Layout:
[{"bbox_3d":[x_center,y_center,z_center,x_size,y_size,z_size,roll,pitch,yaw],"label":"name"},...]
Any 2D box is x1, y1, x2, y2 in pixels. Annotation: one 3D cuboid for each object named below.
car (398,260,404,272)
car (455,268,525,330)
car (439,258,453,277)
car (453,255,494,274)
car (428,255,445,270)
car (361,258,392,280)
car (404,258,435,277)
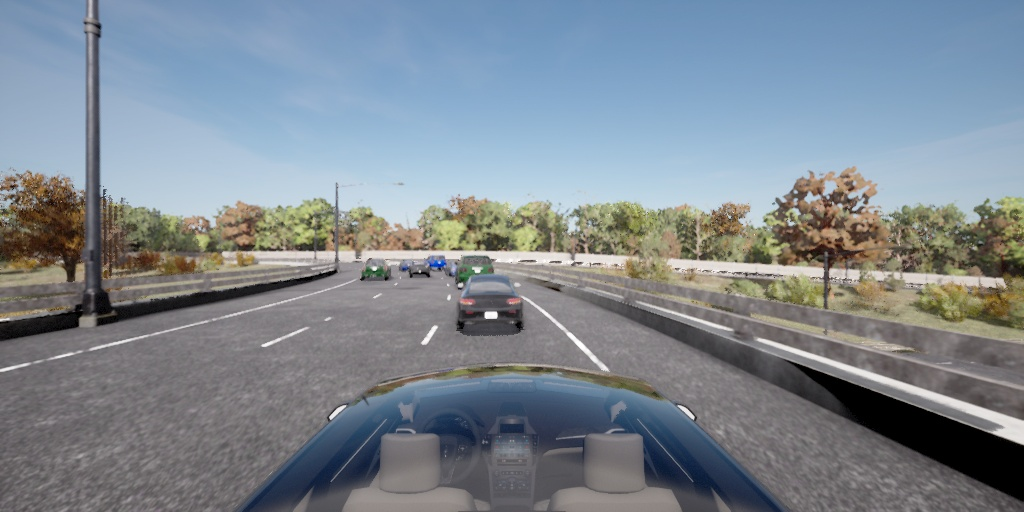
[{"bbox_3d":[-13.236,1.228,45.393,1.994,1.385,4.181,0,0,-24],"label":"car"},{"bbox_3d":[-0.688,1.256,10.933,1.812,1.442,4.674,0,0,-5],"label":"car"},{"bbox_3d":[-5.513,1.229,35.038,2.033,1.411,5.357,0,0,-18],"label":"car"},{"bbox_3d":[-2.436,0.929,22.905,2.150,2.045,5.566,0,0,-11],"label":"car"},{"bbox_3d":[-10.056,0.881,46.889,2.150,2.045,5.566,0,0,-23],"label":"car"},{"bbox_3d":[-11.375,1.047,30.266,2.097,1.767,4.553,0,0,-15],"label":"car"},{"bbox_3d":[-8.984,1.176,34.432,2.128,1.511,4.902,0,0,-18],"label":"car"}]
